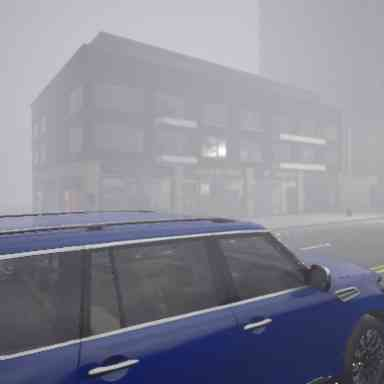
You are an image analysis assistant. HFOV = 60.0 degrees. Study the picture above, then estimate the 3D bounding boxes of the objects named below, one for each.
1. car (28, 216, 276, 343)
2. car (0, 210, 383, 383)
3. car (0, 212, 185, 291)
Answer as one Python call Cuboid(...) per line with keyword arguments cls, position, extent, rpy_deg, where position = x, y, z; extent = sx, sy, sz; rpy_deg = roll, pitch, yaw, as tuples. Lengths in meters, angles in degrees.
Cuboid(cls="car", position=(-0.660, 1.459, 7.206), extent=(4.902, 1.511, 2.128), rpy_deg=(-1, 0, -35))
Cuboid(cls="car", position=(-0.192, 1.208, 3.303), extent=(5.566, 2.045, 2.150), rpy_deg=(-1, 1, -35))
Cuboid(cls="car", position=(-2.744, 1.475, 9.712), extent=(4.892, 1.490, 1.837), rpy_deg=(-1, 0, -35))
